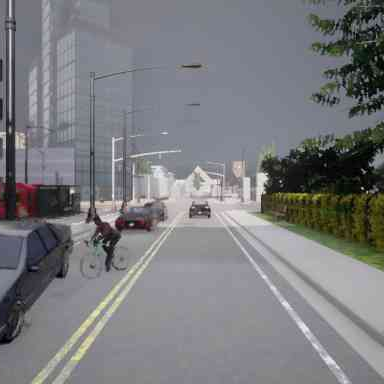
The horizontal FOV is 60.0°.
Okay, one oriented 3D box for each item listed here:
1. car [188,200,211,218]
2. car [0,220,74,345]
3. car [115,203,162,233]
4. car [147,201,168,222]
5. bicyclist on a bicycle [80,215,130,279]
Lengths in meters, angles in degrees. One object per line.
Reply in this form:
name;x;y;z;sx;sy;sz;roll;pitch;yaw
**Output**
car;0.710;1.491;29.816;2.128;1.511;4.902;0;0;1
car;-3.745;1.371;6.556;2.033;1.411;5.357;3;5;-7
car;-3.195;1.564;19.766;1.994;1.385;4.181;0;0;1
car;-2.962;1.533;26.539;1.837;1.490;4.892;0;0;1
bicyclist on a bicycle;-2.378;1.440;9.052;0.582;1.620;1.656;-9;-3;38
